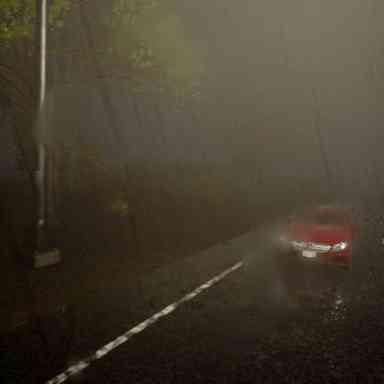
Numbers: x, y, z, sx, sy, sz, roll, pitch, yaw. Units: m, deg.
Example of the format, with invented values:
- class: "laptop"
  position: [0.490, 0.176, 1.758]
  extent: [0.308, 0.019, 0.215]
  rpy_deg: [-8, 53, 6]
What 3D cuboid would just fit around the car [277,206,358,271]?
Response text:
- class: "car"
  position: [3.972, 1.197, 10.178]
  extent: [1.812, 1.442, 4.674]
  rpy_deg: [3, 3, 28]
